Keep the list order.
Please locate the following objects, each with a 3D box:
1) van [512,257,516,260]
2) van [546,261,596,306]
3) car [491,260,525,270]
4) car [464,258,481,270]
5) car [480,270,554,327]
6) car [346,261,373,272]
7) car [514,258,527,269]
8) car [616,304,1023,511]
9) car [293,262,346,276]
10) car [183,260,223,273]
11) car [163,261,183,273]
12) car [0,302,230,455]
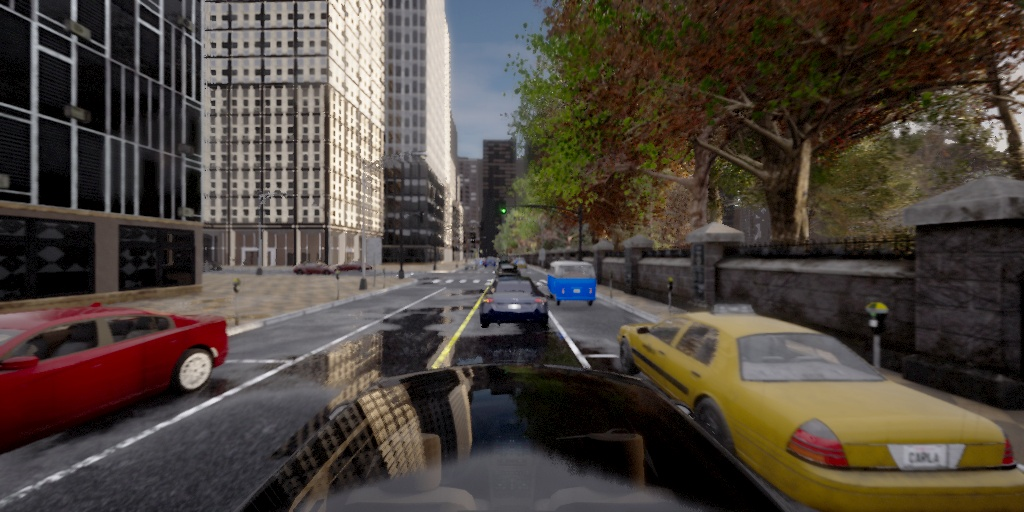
[{"bbox_3d":[1.433,1.232,64.824,1.690,1.789,3.998,0,0,-2],"label":"van"},{"bbox_3d":[2.494,1.127,15.740,1.690,1.789,3.998,0,0,-1],"label":"van"},{"bbox_3d":[-0.388,1.319,27.673,1.837,1.490,4.892,0,0,-5],"label":"car"},{"bbox_3d":[-6.089,1.421,53.322,2.007,1.370,4.403,0,0,-2],"label":"car"},{"bbox_3d":[0.050,1.340,11.670,1.994,1.385,4.181,0,0,0],"label":"car"},{"bbox_3d":[-18.428,1.231,41.994,4.207,1.307,1.802,0,0,3],"label":"car"},{"bbox_3d":[1.610,1.407,59.452,1.751,1.417,4.829,0,0,-2],"label":"car"},{"bbox_3d":[2.705,1.283,4.662,1.751,1.417,4.829,0,0,0],"label":"car"},{"bbox_3d":[-18.411,1.233,33.880,4.207,1.307,1.802,0,0,3],"label":"car"},{"bbox_3d":[-32.568,1.056,37.147,4.181,1.385,1.994,1,0,2],"label":"car"},{"bbox_3d":[-34.943,1.048,34.660,4.207,1.307,1.802,0,0,2],"label":"car"},{"bbox_3d":[-5.464,1.301,3.965,1.888,1.381,4.507,0,0,0],"label":"car"}]
